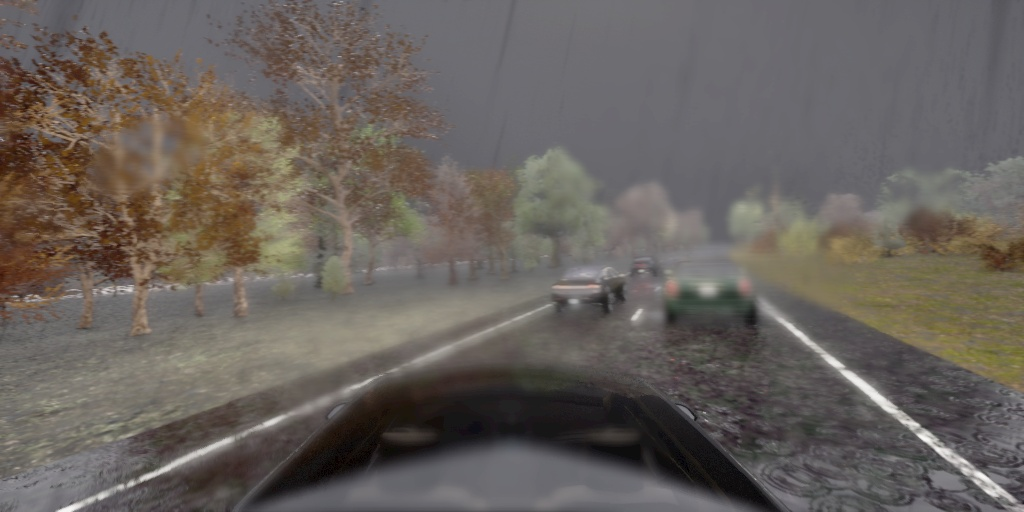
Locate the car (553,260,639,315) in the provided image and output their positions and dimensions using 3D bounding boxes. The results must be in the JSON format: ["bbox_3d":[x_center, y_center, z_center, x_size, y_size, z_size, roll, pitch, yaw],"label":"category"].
[{"bbox_3d":[2.985,1.126,12.940,2.128,1.511,4.902,-4,0,27],"label":"car"}]

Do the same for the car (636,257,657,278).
[{"bbox_3d":[10.213,0.790,26.954,1.837,1.490,4.892,-4,0,28],"label":"car"}]

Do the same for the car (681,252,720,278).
[{"bbox_3d":[13.285,0.585,25.288,2.128,1.511,4.902,-4,0,28],"label":"car"}]

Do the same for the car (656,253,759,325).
[{"bbox_3d":[5.717,0.812,10.613,2.097,1.767,4.553,-4,0,27],"label":"car"}]
